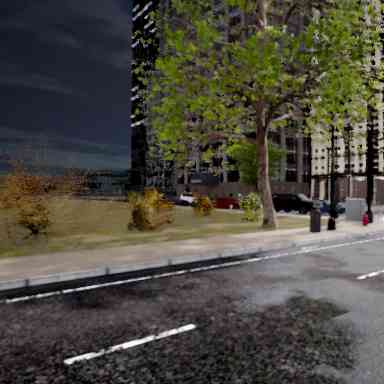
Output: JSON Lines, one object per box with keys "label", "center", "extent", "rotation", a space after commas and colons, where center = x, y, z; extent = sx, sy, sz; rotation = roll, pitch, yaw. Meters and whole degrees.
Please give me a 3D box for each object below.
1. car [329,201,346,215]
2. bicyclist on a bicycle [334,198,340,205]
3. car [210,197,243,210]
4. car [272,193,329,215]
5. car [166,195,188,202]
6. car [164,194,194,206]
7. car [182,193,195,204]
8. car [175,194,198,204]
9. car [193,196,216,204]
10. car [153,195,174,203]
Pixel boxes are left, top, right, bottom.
{"label": "car", "center": [13.228, 1.494, 33.860], "extent": [2.033, 1.411, 5.357], "rotation": [1, 0, -31]}
{"label": "bicyclist on a bicycle", "center": [19.302, 1.395, 44.249], "extent": [1.656, 1.620, 0.582], "rotation": [1, 0, -34]}
{"label": "car", "center": [4.501, 1.362, 40.999], "extent": [1.882, 1.535, 5.008], "rotation": [1, 0, -34]}
{"label": "car", "center": [10.066, 1.120, 32.687], "extent": [2.150, 2.045, 5.566], "rotation": [1, -1, -34]}
{"label": "car", "center": [-3.258, 1.391, 70.305], "extent": [2.033, 1.411, 5.357], "rotation": [1, 0, -34]}
{"label": "car", "center": [-2.478, 1.413, 51.454], "extent": [2.033, 1.411, 5.357], "rotation": [1, 0, -34]}
{"label": "car", "center": [0.191, 1.130, 53.310], "extent": [2.150, 2.045, 5.566], "rotation": [1, 0, -34]}
{"label": "car", "center": [-1.055, 1.301, 61.258], "extent": [2.097, 1.767, 4.553], "rotation": [1, 0, -33]}
{"label": "car", "center": [2.303, 1.523, 61.991], "extent": [1.812, 1.442, 4.674], "rotation": [1, 0, -34]}
{"label": "car", "center": [-5.960, 1.423, 68.497], "extent": [2.128, 1.511, 4.902], "rotation": [1, 0, -34]}
